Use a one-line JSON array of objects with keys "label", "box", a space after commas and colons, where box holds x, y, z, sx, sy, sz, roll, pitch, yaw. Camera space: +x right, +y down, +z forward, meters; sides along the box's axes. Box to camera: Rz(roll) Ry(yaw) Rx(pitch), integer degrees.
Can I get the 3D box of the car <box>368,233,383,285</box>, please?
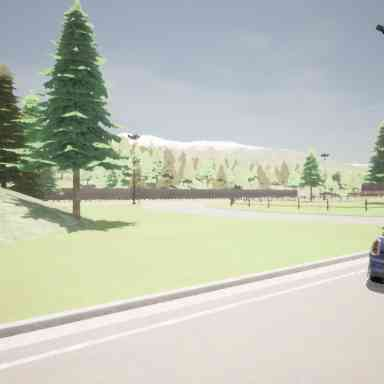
[{"label": "car", "box": [6.414, 1.351, 8.301, 4.553, 1.767, 2.097, 0, 0, -35]}]
